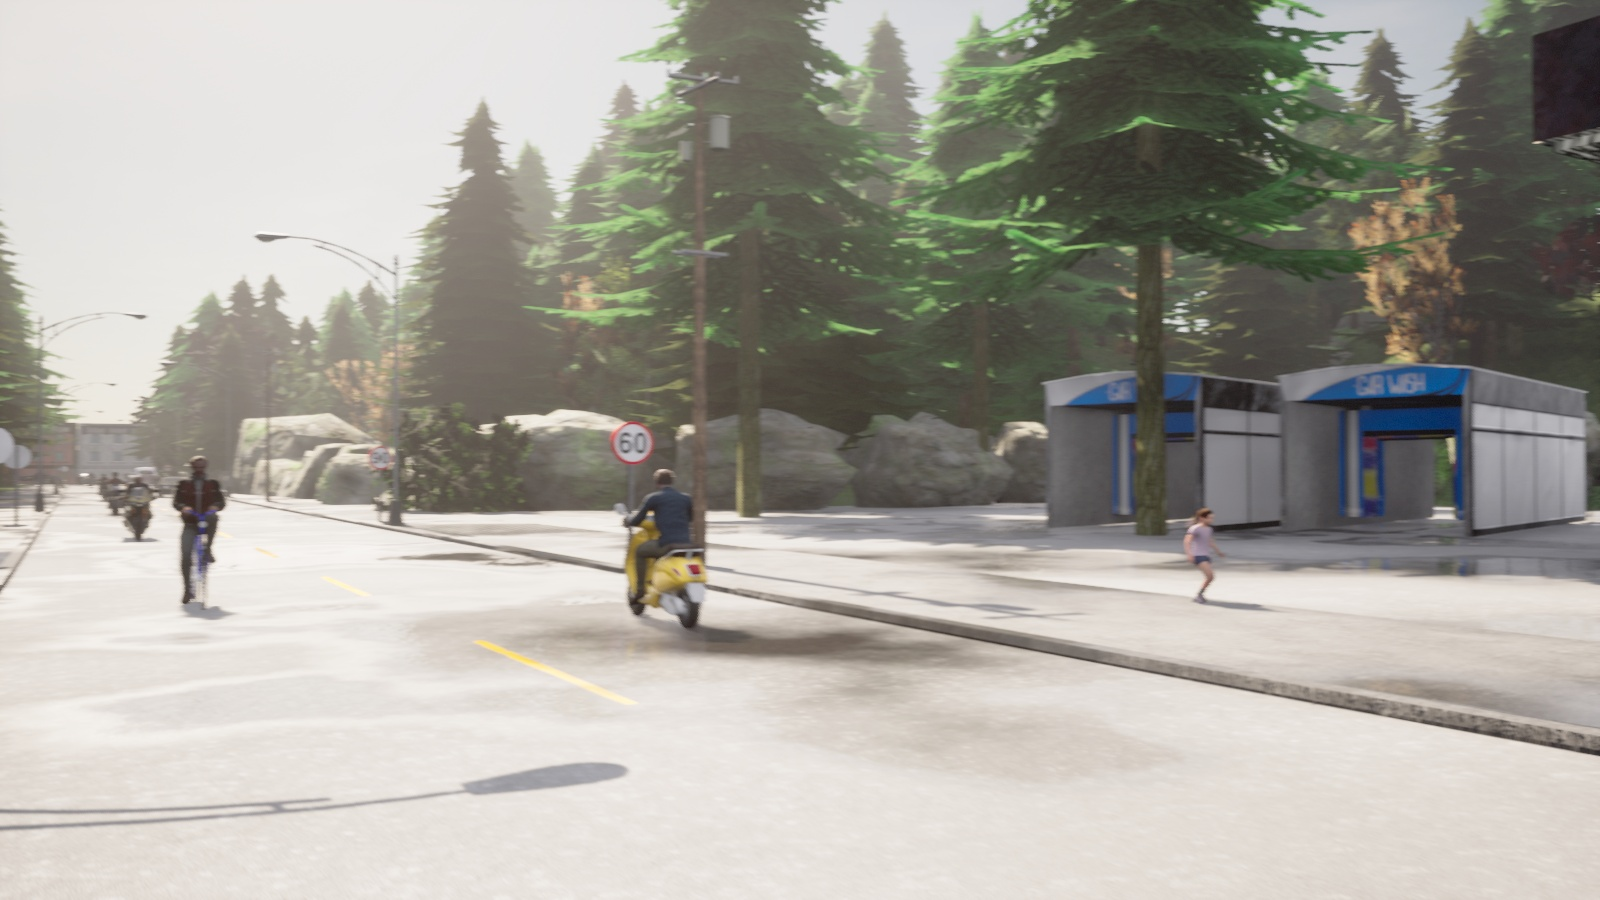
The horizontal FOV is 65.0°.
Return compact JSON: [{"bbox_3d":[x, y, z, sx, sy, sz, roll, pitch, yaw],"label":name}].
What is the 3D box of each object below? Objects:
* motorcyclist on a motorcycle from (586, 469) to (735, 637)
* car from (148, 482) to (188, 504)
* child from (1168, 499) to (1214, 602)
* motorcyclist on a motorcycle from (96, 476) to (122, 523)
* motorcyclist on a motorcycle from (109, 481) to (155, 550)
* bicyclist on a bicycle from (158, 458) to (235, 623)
[{"bbox_3d":[-1.479,1.004,12.986,0.866,1.590,1.817,0,-1,-30],"label":"motorcyclist on a motorcycle"},{"bbox_3d":[-39.384,2.636,78.205,1.895,1.301,4.718,0,-1,-30],"label":"car"},{"bbox_3d":[4.322,1.099,13.893,0.255,1.110,0.394,0,-1,-43],"label":"child"},{"bbox_3d":[-25.314,1.798,46.000,0.766,1.649,2.350,0,-1,-30],"label":"motorcyclist on a motorcycle"},{"bbox_3d":[-15.548,1.500,29.216,0.866,1.530,2.191,0,-1,-30],"label":"motorcyclist on a motorcycle"},{"bbox_3d":[-7.013,1.002,14.560,0.659,1.776,1.843,0,-1,-30],"label":"bicyclist on a bicycle"}]
